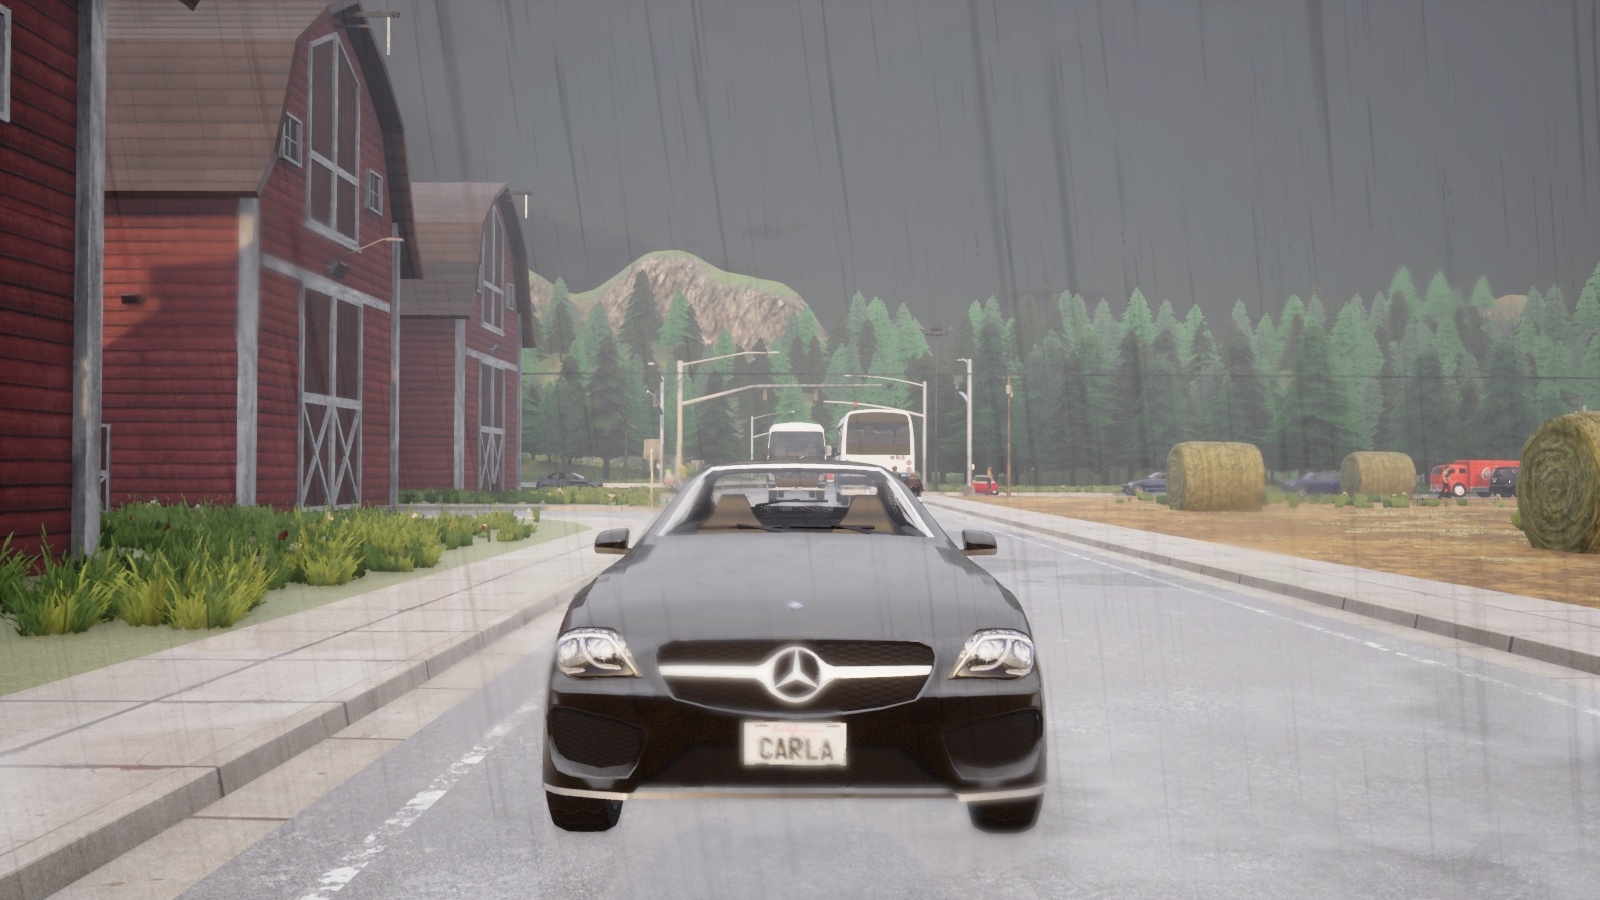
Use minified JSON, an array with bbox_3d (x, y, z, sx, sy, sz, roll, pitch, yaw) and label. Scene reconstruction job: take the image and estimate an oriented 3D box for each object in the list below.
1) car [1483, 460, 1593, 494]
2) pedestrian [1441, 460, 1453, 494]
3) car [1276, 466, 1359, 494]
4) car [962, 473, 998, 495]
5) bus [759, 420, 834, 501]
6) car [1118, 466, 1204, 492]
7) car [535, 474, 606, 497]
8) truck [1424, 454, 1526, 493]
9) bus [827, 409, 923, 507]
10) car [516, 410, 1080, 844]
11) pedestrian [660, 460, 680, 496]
[{"bbox_3d":[46.188,1.693,78.649,5.566,2.045,2.150,0,-1,1],"label":"car"},{"bbox_3d":[35.141,1.473,68.201,0.594,1.836,0.345,-1,-1,26],"label":"pedestrian"},{"bbox_3d":[33.914,1.943,82.336,4.553,1.767,2.097,0,-1,1],"label":"car"},{"bbox_3d":[11.837,2.233,82.677,2.207,1.376,1.481,0,-1,1],"label":"car"},{"bbox_3d":[-0.181,0.638,71.583,3.944,4.253,10.273,0,-1,0],"label":"bus"},{"bbox_3d":[23.693,1.907,82.497,5.027,1.651,2.152,0,-1,1],"label":"car"},{"bbox_3d":[-14.528,2.246,79.589,4.193,1.474,1.816,0,-1,1],"label":"car"},{"bbox_3d":[44.129,1.555,82.186,5.204,2.467,2.627,0,-1,1],"label":"truck"},{"bbox_3d":[3.349,0.417,59.418,3.944,4.253,10.273,0,-1,0],"label":"bus"},{"bbox_3d":[-0.019,0.716,7.320,2.152,1.651,5.027,0,-1,0],"label":"car"},{"bbox_3d":[-7.192,1.551,69.611,0.873,1.952,0.659,1,-1,-42],"label":"pedestrian"}]
